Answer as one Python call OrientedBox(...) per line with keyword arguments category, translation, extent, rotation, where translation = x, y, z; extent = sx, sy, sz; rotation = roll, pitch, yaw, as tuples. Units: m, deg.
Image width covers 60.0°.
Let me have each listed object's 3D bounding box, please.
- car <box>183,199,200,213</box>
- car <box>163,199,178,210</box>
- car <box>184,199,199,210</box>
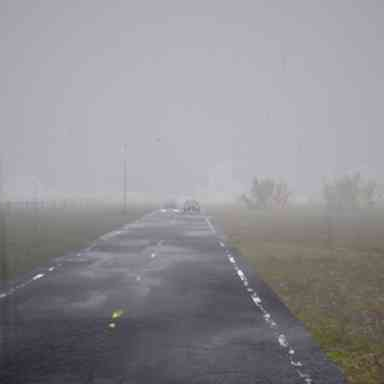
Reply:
OrientedBox(category="car", translation=(-0.058, 1.750, 38.704), extent=(1.895, 1.301, 4.718), rotation=(0, 0, 0))
OrientedBox(category="car", translation=(-3.045, 1.668, 46.891), extent=(1.882, 1.535, 5.008), rotation=(0, 0, 0))
OrientedBox(category="car", translation=(-0.108, 1.749, 48.645), extent=(2.033, 1.411, 5.357), rotation=(0, 0, 0))
